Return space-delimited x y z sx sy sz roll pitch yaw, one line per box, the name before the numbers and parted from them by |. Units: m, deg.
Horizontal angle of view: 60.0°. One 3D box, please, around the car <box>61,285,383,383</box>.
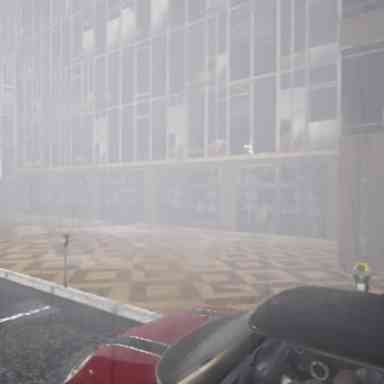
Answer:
car | 0.845 1.437 2.273 4.097 1.590 1.967 0 0 35
